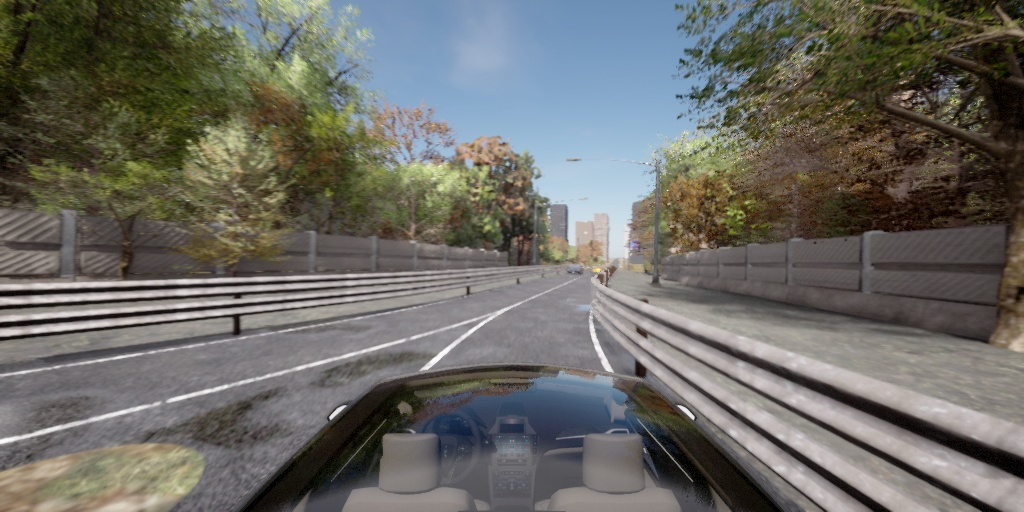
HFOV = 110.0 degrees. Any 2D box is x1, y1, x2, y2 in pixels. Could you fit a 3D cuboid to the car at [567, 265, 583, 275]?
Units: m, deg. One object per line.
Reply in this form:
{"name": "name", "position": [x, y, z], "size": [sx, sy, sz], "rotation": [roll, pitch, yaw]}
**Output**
{"name": "car", "position": [9.421, 1.997, 53.156], "size": [2.033, 1.411, 5.357], "rotation": [1, -1, 17]}

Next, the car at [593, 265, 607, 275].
{"name": "car", "position": [13.582, 2.068, 55.640], "size": [1.882, 1.535, 5.008], "rotation": [1, -1, 16]}
